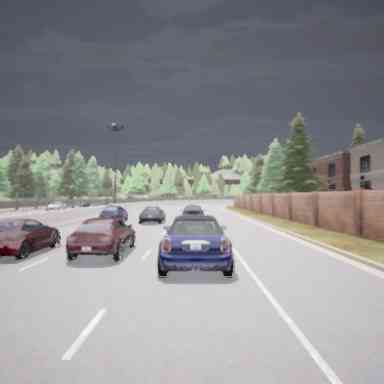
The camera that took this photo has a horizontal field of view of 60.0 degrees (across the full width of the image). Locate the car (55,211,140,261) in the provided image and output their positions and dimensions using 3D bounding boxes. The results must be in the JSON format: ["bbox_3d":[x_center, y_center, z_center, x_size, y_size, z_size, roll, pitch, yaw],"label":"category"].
[{"bbox_3d":[-3.416,1.706,13.027,1.812,1.442,4.674,0,-1,0],"label":"car"}]

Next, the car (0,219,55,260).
[{"bbox_3d":[-6.902,1.748,13.294,1.994,1.385,4.181,0,-1,0],"label":"car"}]

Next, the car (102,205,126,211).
[{"bbox_3d":[-6.916,1.933,29.542,1.812,1.442,4.674,0,-1,0],"label":"car"}]

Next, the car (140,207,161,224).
[{"bbox_3d":[-3.402,1.964,29.059,1.994,1.385,4.181,0,-1,0],"label":"car"}]

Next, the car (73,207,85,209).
[{"bbox_3d":[-17.547,2.218,52.786,2.128,1.511,4.902,0,-1,1],"label":"car"}]

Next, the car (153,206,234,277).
[{"bbox_3d":[0.099,1.504,10.928,2.097,1.767,4.553,0,-1,0],"label":"car"}]
